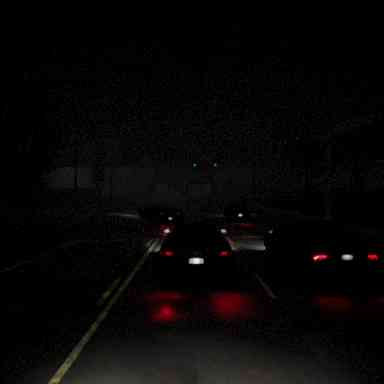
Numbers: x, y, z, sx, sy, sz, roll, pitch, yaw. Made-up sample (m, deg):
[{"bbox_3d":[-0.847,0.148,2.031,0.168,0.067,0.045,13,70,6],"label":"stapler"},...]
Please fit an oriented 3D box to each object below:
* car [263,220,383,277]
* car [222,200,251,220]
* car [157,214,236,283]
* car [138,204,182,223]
[{"bbox_3d":[3.600,1.563,10.213,2.033,1.411,5.357,0,0,0],"label":"car"},{"bbox_3d":[3.599,1.445,27.220,1.837,1.490,4.892,0,0,0],"label":"car"},{"bbox_3d":[0.099,1.579,9.739,1.994,1.385,4.181,0,0,0],"label":"car"},{"bbox_3d":[-2.577,1.553,25.407,1.895,1.301,4.718,0,0,-27],"label":"car"}]
